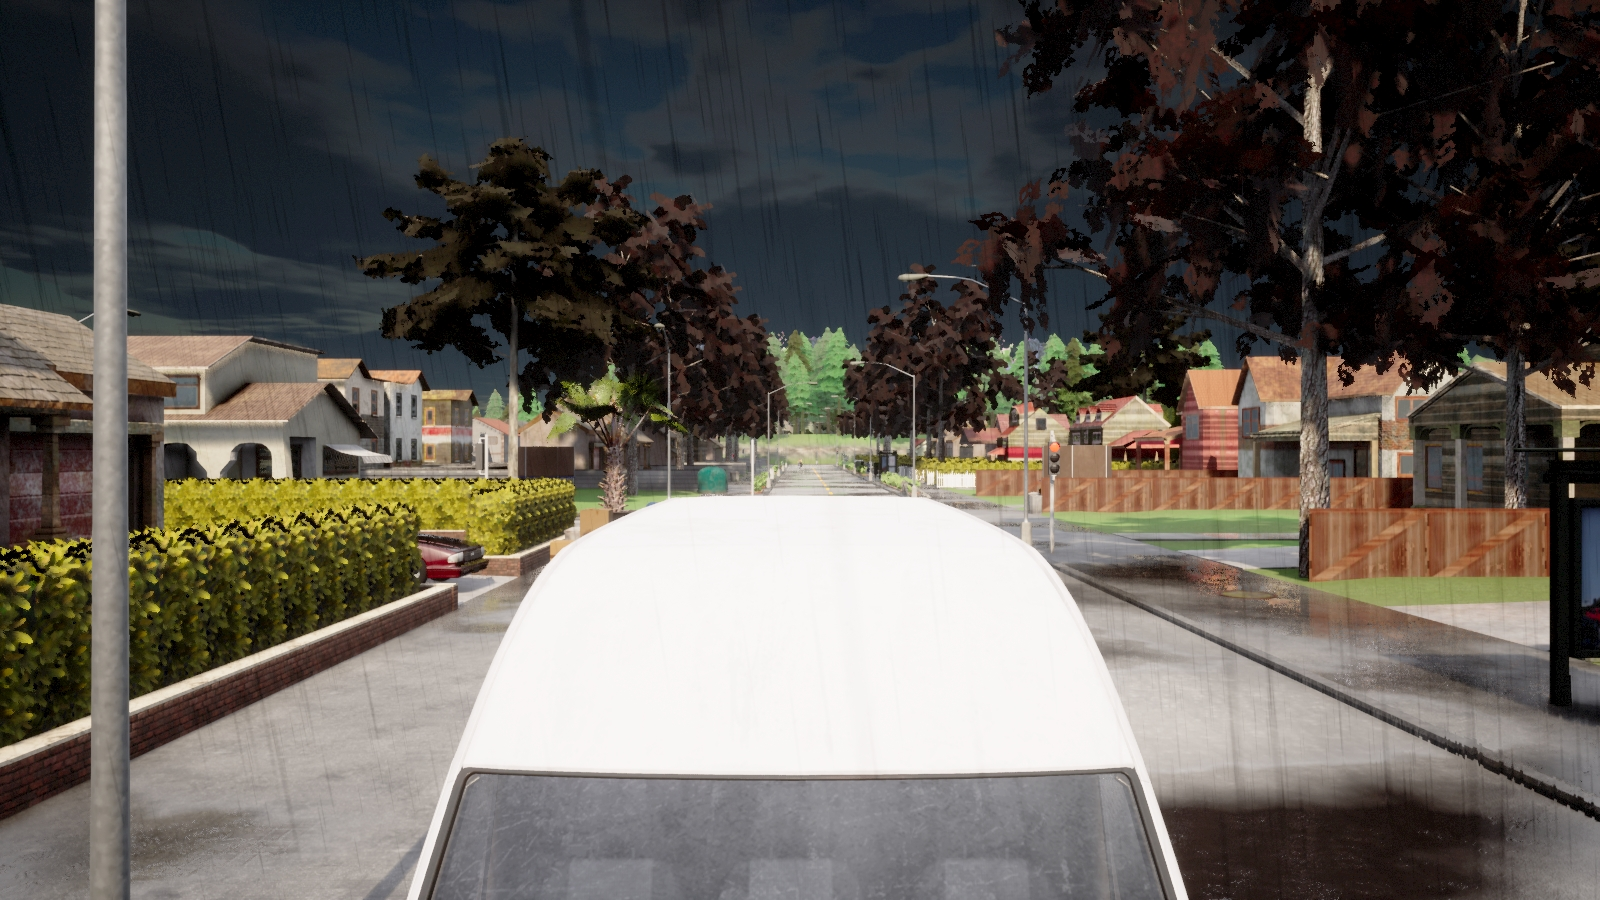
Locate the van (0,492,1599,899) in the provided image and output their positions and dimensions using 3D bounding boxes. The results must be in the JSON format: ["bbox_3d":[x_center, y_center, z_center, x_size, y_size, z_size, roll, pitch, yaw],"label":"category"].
[{"bbox_3d":[0.002,1.537,4.030,1.988,2.561,5.915,0,0,0],"label":"van"}]
